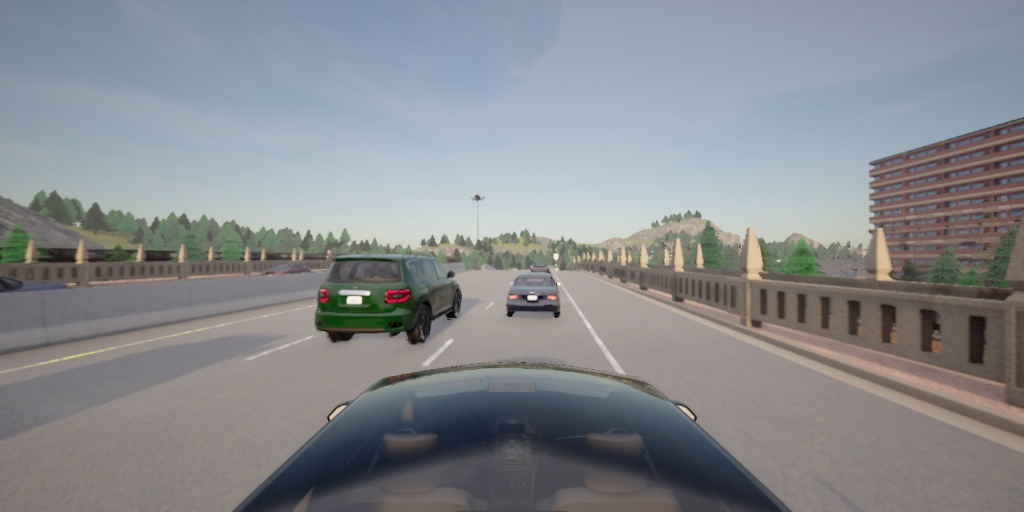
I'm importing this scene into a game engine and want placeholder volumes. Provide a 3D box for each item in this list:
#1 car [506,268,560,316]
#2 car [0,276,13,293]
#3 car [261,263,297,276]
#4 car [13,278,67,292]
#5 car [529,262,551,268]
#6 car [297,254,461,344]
[{"bbox_3d":[0.845,1.342,13.545,2.033,1.411,5.357,0,0,5],"label":"car"},{"bbox_3d":[-6.830,0.937,1.323,2.150,2.045,5.566,0,0,0],"label":"car"},{"bbox_3d":[-18.902,1.319,30.298,1.994,1.385,4.181,0,0,6],"label":"car"},{"bbox_3d":[-17.113,1.244,10.630,2.033,1.411,5.357,0,0,5],"label":"car"},{"bbox_3d":[2.745,1.369,35.335,2.128,1.511,4.902,0,0,5],"label":"car"},{"bbox_3d":[-2.943,0.984,9.814,2.150,2.045,5.566,0,0,4],"label":"car"}]
